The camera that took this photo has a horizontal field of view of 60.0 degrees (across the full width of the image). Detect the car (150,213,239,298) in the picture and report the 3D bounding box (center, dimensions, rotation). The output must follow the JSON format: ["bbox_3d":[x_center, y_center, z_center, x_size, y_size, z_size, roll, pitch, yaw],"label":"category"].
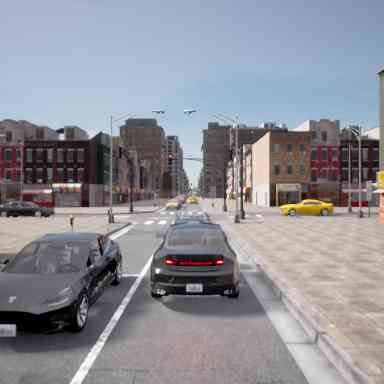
[{"bbox_3d":[0.085,1.516,8.520,1.837,1.490,4.892,0,0,1],"label":"car"}]

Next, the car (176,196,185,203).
[{"bbox_3d":[-2.510,1.640,72.639,1.967,1.590,4.097,0,0,0],"label":"car"}]

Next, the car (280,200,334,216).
[{"bbox_3d":[11.131,1.520,32.404,5.008,1.535,1.882,0,-1,0],"label":"car"}]

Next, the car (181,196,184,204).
[{"bbox_3d":[-2.548,1.655,50.217,1.887,1.381,4.507,0,0,0],"label":"car"}]

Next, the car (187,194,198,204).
[{"bbox_3d":[0.213,1.656,67.819,1.882,1.535,5.008,0,0,0],"label":"car"}]

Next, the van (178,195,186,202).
[{"bbox_3d":[-2.491,1.593,83.851,1.690,1.788,3.998,0,0,0],"label":"van"}]

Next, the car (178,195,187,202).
[{"bbox_3d":[-2.520,1.615,67.034,1.967,1.590,4.097,0,0,0],"label":"car"}]

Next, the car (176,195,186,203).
[{"bbox_3d":[-2.500,1.540,78.245,2.192,1.841,5.009,0,0,0],"label":"car"}]

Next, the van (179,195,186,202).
[{"bbox_3d":[-2.481,1.620,89.456,1.690,1.788,3.998,0,0,0],"label":"van"}]

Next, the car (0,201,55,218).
[{"bbox_3d":[-14.714,1.569,29.536,4.892,1.490,1.837,0,-1,0],"label":"car"}]

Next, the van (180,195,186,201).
[{"bbox_3d":[-2.472,1.648,95.061,1.690,1.788,3.998,0,0,0],"label":"van"}]

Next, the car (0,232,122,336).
[{"bbox_3d":[-2.622,1.574,6.843,1.947,1.339,4.313,0,0,0],"label":"car"}]

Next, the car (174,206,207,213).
[{"bbox_3d":[0.059,1.627,17.731,1.895,1.301,4.718,0,0,1],"label":"car"}]

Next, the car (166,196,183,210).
[{"bbox_3d":[-2.558,1.617,44.443,1.752,1.417,4.829,0,0,0],"label":"car"}]
